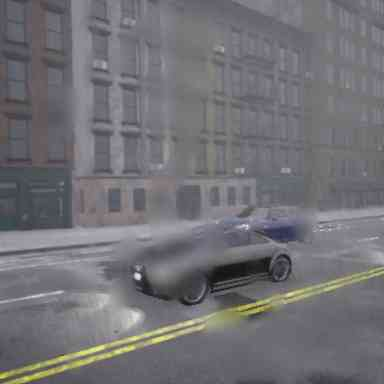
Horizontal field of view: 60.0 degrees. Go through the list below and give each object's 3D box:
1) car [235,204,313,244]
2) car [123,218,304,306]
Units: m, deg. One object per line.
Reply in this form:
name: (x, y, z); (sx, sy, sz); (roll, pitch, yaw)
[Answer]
car: (2.936, 1.316, 13.766); (4.553, 1.767, 2.097); (0, 0, -36)
car: (0.499, 1.549, 8.036); (4.181, 1.385, 1.994); (0, 0, -36)
